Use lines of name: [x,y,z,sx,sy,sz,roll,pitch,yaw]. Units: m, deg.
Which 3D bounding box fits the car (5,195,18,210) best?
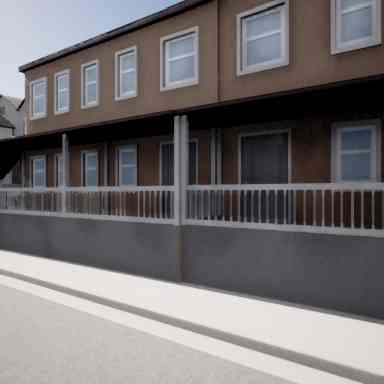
car: [-15.545,1.056,28.135,1.994,1.385,4.181,0,14,35]
